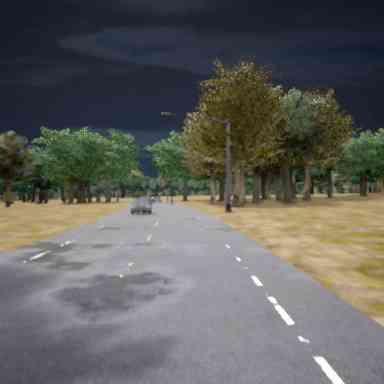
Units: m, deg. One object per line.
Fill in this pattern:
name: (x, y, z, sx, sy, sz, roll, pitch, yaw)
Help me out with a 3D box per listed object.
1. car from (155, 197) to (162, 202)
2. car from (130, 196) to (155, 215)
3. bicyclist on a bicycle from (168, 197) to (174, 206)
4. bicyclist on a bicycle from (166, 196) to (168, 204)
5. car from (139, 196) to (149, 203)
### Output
car: (-8.517, 1.840, 81.308, 2.033, 1.411, 5.357, 0, -1, -12)
car: (-5.280, 1.434, 35.073, 2.097, 1.767, 4.553, 0, 0, -5)
bicyclist on a bicycle: (-3.471, 1.645, 58.353, 0.582, 1.620, 1.656, 0, -1, -8)
bicyclist on a bicycle: (-4.904, 1.702, 67.239, 0.582, 1.620, 1.656, 0, -1, -10)
car: (-11.039, 1.712, 75.953, 1.994, 1.385, 4.181, 0, -1, -11)
